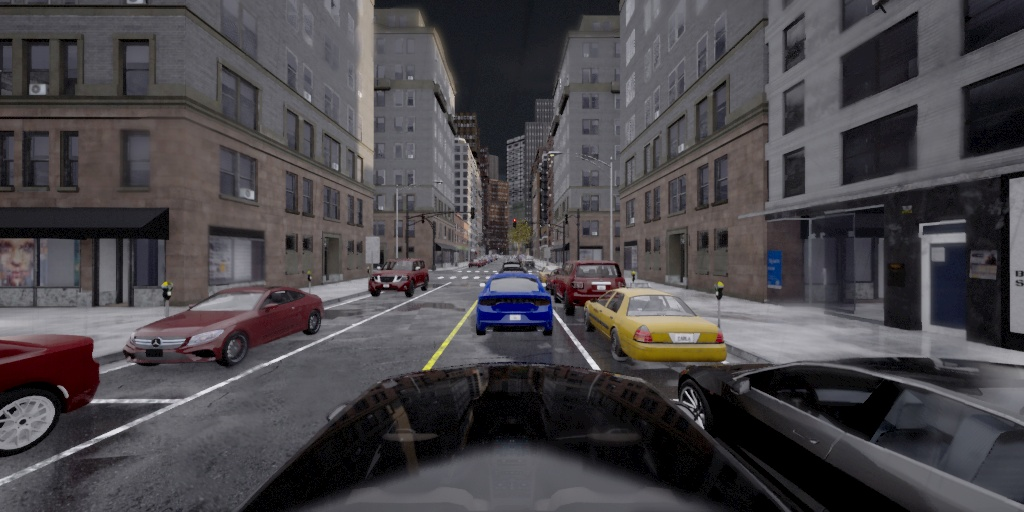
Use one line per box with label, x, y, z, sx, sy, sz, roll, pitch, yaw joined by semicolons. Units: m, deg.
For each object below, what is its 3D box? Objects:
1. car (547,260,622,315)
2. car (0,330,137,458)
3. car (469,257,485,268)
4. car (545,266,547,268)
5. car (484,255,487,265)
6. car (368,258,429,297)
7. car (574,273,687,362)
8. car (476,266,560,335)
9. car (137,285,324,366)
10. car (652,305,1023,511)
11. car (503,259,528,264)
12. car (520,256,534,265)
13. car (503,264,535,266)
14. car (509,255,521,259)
car;2.747;1.055;13.438;2.192;1.841;5.009;0;0;0
car;-5.763;1.295;2.327;1.888;1.381;4.507;0;0;0
car;-5.836;1.126;56.646;1.888;1.381;4.507;0;0;0
car;2.740;1.313;18.990;1.802;1.307;4.207;0;0;0
car;-5.843;0.988;62.070;1.967;1.591;4.097;0;0;0
car;-5.786;1.045;18.986;2.192;1.841;5.009;0;0;0
car;2.754;1.272;8.054;1.751;1.417;4.829;0;0;0
car;0.038;1.222;10.497;1.882;1.535;5.008;0;0;-1
car;-5.771;1.328;7.879;1.802;1.307;4.207;0;0;0
car;2.762;1.316;2.332;1.948;1.339;4.313;0;0;0
car;0.013;1.215;26.960;1.837;1.490;4.892;0;0;0
car;2.689;1.131;56.650;2.007;1.370;4.403;0;0;0
car;0.072;1.296;18.047;1.994;1.385;4.181;0;0;0
car;0.020;1.082;64.337;2.033;1.411;5.357;0;0;0
